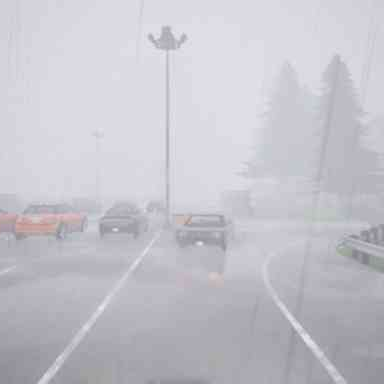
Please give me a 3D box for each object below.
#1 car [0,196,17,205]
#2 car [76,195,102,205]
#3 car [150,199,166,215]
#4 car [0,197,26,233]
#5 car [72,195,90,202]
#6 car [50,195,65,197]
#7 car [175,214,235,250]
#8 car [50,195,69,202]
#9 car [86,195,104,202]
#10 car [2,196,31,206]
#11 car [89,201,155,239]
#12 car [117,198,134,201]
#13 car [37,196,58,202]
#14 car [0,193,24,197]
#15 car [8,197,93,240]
[{"bbox_3d":[-31.589,1.382,55.501,2.128,1.511,4.902,0,0,1],"label":"car"},{"bbox_3d":[-10.435,1.286,33.019,2.097,1.767,4.553,0,0,0],"label":"car"},{"bbox_3d":[-3.434,1.439,33.390,1.837,1.490,4.892,0,0,0],"label":"car"},{"bbox_3d":[-10.413,1.319,16.502,2.097,1.767,4.553,0,0,0],"label":"car"},{"bbox_3d":[-23.576,1.281,70.880,1.812,1.442,4.674,0,0,9],"label":"car"},{"bbox_3d":[-21.104,1.456,54.519,1.994,1.385,4.181,0,0,0],"label":"car"},{"bbox_3d":[0.757,1.572,14.247,1.895,1.301,4.718,0,0,12],"label":"car"},{"bbox_3d":[-27.423,1.407,68.943,1.994,1.385,4.181,0,0,7],"label":"car"},{"bbox_3d":[-20.259,1.355,69.562,1.812,1.442,4.674,0,0,9],"label":"car"},{"bbox_3d":[-28.109,1.385,53.436,2.128,1.511,4.902,0,0,0],"label":"car"},{"bbox_3d":[-3.413,1.457,17.246,2.128,1.511,4.902,0,0,0],"label":"car"},{"bbox_3d":[-6.936,1.408,34.871,1.882,1.535,5.008,0,0,0],"label":"car"},{"bbox_3d":[-30.705,1.435,70.681,1.895,1.301,4.718,0,0,7],"label":"car"},{"bbox_3d":[-21.134,1.146,36.257,2.150,2.045,5.566,0,0,0],"label":"car"},{"bbox_3d":[-6.913,1.318,16.861,2.097,1.767,4.553,0,0,0],"label":"car"}]
